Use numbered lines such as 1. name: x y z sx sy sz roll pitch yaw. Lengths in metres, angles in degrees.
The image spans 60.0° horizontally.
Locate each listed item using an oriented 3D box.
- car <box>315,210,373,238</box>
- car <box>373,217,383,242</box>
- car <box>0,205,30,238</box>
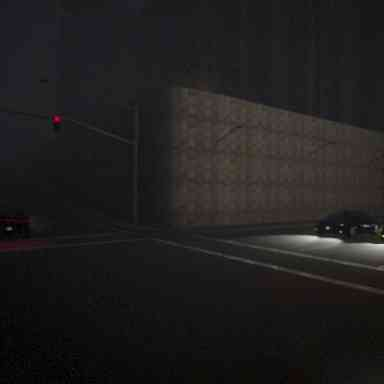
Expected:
1. car: 8.876 1.754 18.915 4.181 1.385 1.994 1 0 -35
2. car: 10.955 1.755 16.097 4.181 1.385 1.994 1 0 -35
3. car: -9.596 1.394 16.982 1.882 1.535 5.008 1 2 -34
